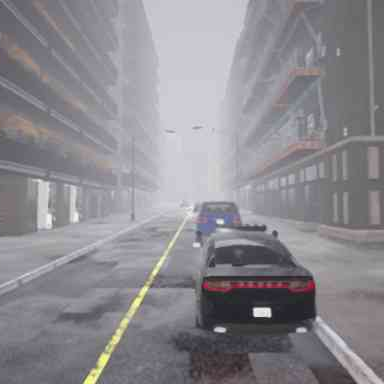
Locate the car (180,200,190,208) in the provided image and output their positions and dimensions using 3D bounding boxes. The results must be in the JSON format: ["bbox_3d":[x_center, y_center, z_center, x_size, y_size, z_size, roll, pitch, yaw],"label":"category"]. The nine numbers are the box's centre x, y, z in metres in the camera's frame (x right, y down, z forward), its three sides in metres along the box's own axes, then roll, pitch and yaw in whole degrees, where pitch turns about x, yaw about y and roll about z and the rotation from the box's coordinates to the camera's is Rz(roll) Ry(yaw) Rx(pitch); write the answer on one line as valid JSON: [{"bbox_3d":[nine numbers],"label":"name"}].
[{"bbox_3d":[-1.236,2.245,61.029,2.033,1.411,5.357,0,-1,1],"label":"car"}]

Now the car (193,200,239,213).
[{"bbox_3d":[1.279,1.412,17.150,2.150,2.045,5.566,0,-1,1],"label":"car"}]

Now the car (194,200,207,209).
[{"bbox_3d":[1.460,2.149,58.756,2.128,1.511,4.902,0,-1,1],"label":"car"}]

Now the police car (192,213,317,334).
[{"bbox_3d":[1.040,1.503,7.224,1.930,1.638,5.238,0,-1,1],"label":"police car"}]

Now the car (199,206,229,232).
[{"bbox_3d":[1.425,1.780,23.115,1.812,1.442,4.674,0,-1,1],"label":"car"}]
